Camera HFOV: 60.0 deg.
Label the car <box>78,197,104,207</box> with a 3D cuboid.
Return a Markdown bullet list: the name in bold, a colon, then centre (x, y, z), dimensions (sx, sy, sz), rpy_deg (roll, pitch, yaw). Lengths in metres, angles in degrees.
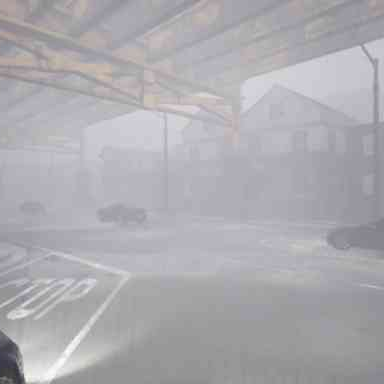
- **car**: centre (-17.485, 1.732, 57.950), dimensions (2.038, 1.542, 4.974), rpy_deg (0, 0, 15)

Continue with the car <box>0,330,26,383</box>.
- **car**: centre (-2.817, 1.574, 1.766), dimensions (1.994, 1.385, 4.181), rpy_deg (0, 0, 5)

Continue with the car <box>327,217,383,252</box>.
- **car**: centre (7.486, 1.586, 12.394), dimensions (1.812, 1.442, 4.674), rpy_deg (0, 0, -45)

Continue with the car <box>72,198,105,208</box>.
- **car**: centre (-16.809, 1.714, 54.280), dimensions (4.974, 1.542, 2.038), rpy_deg (0, 0, -15)

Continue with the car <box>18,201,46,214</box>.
- **car**: centre (-18.853, 1.752, 39.078), dimensions (1.994, 1.385, 4.181), rpy_deg (0, 0, -45)

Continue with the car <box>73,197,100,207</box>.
- **car**: centre (-16.759, 1.557, 54.295), dimensions (4.536, 1.218, 1.853), rpy_deg (0, 0, -15)

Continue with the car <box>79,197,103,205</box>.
- **car**: centre (-17.471, 1.575, 58.001), dimensions (1.853, 1.218, 4.536), rpy_deg (0, 0, 15)

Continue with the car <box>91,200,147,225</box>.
- **car**: centre (-5.504, 1.601, 25.565), dimensions (1.882, 1.535, 5.008), rpy_deg (0, 0, -45)
